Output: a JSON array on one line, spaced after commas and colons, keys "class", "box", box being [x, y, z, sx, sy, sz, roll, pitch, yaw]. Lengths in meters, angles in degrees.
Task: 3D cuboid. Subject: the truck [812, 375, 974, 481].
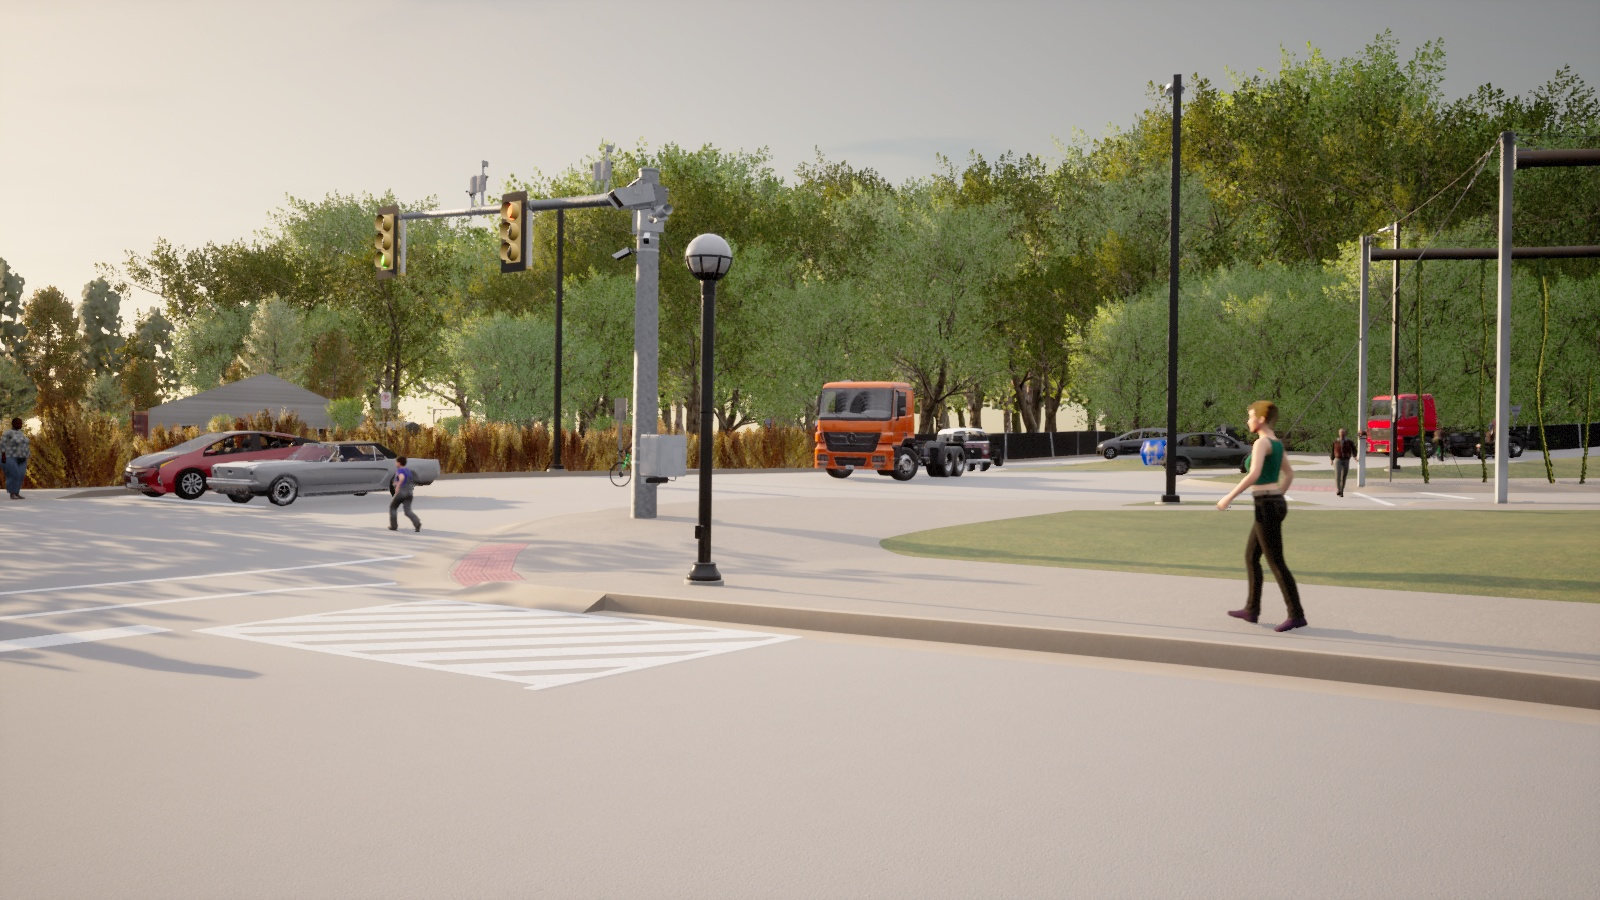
[{"class": "truck", "box": [3.540, -0.790, 45.304, 2.891, 3.462, 7.936, 0, 1, 28]}]

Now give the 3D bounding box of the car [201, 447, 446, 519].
[{"class": "car", "box": [-10.370, 0.656, 27.668, 1.895, 1.301, 4.718, 0, 2, 37]}]

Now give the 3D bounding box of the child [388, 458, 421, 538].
[{"class": "child", "box": [-6.292, 0.757, 19.971, 0.437, 1.263, 0.270, 0, 0, 29]}]

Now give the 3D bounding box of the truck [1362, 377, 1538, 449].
[{"class": "truck", "box": [34.041, -1.912, 65.855, 7.936, 3.462, 2.891, -2, 0, -8]}]

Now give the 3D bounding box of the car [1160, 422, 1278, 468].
[{"class": "car", "box": [15.963, -0.197, 48.027, 3.988, 1.617, 1.851, -2, 1, 10]}]

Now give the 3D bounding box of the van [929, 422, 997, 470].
[{"class": "van", "box": [7.475, -0.139, 57.931, 2.069, 2.038, 4.480, -2, -1, -6]}]

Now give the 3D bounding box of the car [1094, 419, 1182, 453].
[{"class": "car", "box": [19.068, -0.788, 70.795, 4.611, 1.667, 2.242, -3, 2, 19]}]

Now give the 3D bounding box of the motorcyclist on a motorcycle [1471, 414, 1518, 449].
[{"class": "motorcyclist on a motorcycle", "box": [34.184, -0.938, 61.789, 2.350, 1.649, 0.766, -2, 3, -25]}]

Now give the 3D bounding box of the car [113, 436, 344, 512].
[{"class": "car", "box": [-13.418, 0.513, 29.721, 2.007, 1.525, 4.514, 0, 2, 37]}]

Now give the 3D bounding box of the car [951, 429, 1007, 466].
[{"class": "car", "box": [9.956, -0.161, 69.666, 1.905, 1.878, 3.866, -3, 1, 25]}]

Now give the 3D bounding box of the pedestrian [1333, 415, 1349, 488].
[{"class": "pedestrian", "box": [13.990, 0.042, 32.446, 0.376, 1.854, 0.720, 0, 0, 24]}]

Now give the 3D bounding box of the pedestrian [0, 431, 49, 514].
[{"class": "pedestrian", "box": [-17.673, 0.497, 28.309, 0.900, 1.855, 0.874, 0, 0, 11]}]

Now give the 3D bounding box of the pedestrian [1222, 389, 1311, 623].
[{"class": "pedestrian", "box": [3.769, 0.438, 10.154, 0.594, 1.836, 0.345, 0, 0, 37]}]

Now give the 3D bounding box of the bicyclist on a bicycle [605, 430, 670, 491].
[{"class": "bicyclist on a bicycle", "box": [-4.404, 0.283, 34.001, 1.656, 1.620, 0.582, 0, 1, -33]}]
